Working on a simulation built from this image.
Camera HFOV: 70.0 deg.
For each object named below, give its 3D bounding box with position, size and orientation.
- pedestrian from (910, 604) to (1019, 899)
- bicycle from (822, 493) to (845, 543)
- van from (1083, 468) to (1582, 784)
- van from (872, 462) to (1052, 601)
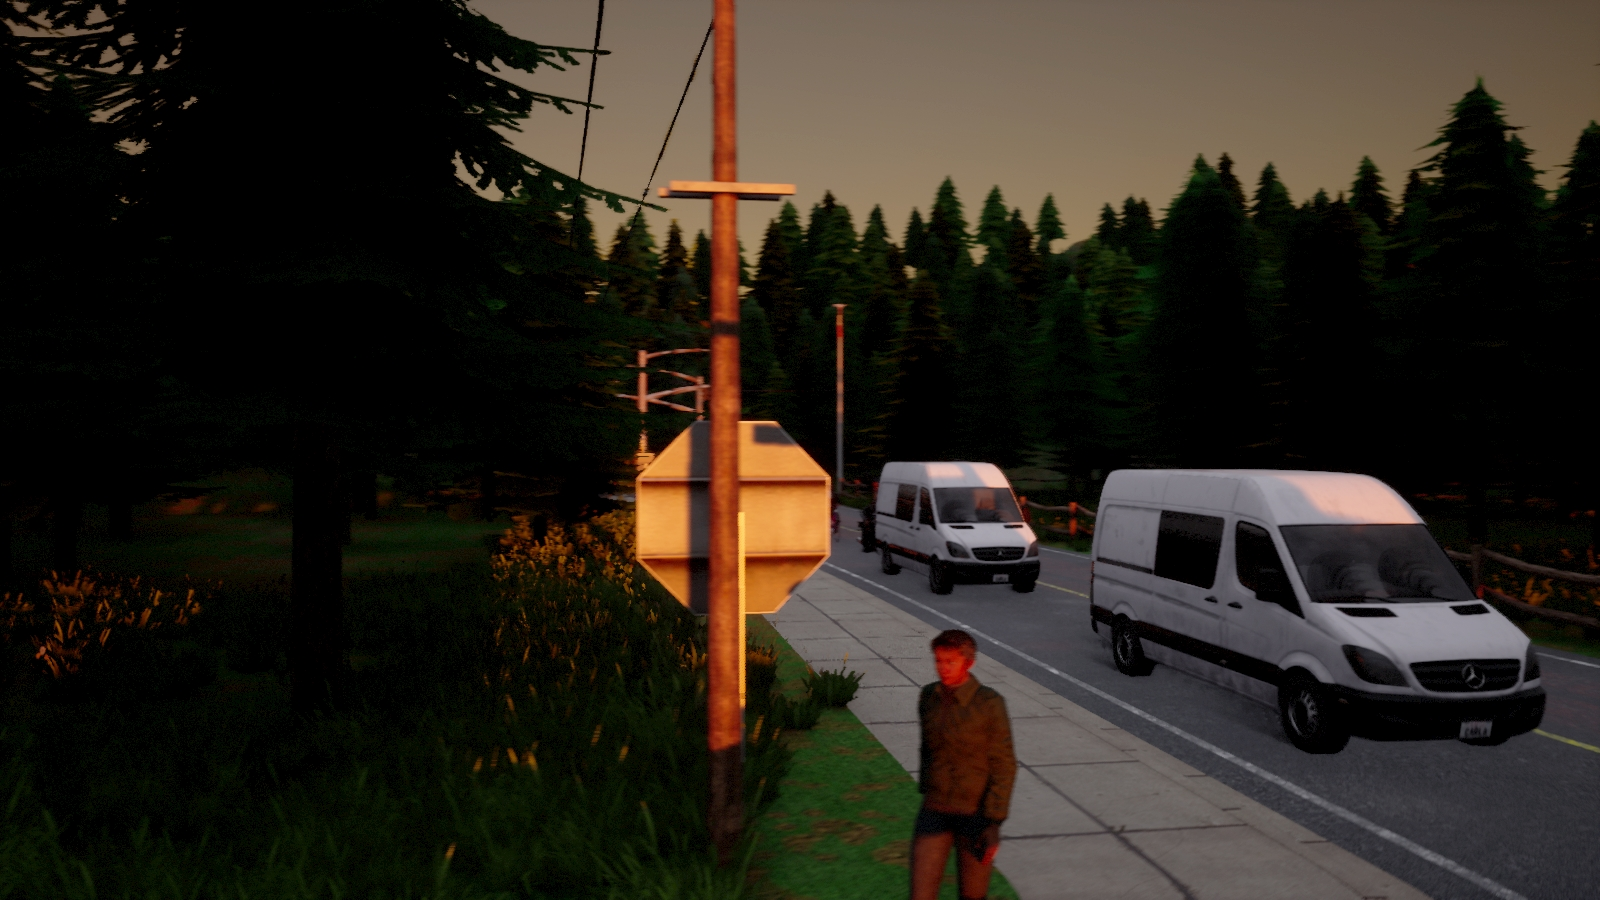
[{"bbox_3d":[0.776,1.687,5.368,0.375,1.860,0.375,0,0,36],"label":"pedestrian"},{"bbox_3d":[1.034,2.092,35.463,0.329,1.471,1.835,0,0,-11],"label":"bicycle"},{"bbox_3d":[5.280,1.518,12.619,1.988,2.561,5.915,0,0,-10],"label":"van"},{"bbox_3d":[3.224,1.541,24.302,1.988,2.561,5.915,0,0,-11],"label":"van"}]
